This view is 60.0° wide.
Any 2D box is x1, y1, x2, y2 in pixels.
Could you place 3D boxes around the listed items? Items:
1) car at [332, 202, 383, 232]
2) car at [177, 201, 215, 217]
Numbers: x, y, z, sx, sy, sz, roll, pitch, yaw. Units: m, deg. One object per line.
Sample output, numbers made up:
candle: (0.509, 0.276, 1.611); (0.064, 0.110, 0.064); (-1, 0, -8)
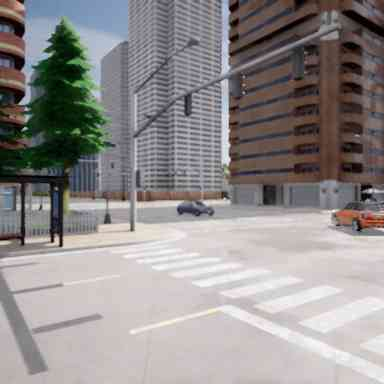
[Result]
car: (10.382, 1.390, 20.491); (2.097, 1.767, 4.553); (0, 0, 3)
car: (0.240, 1.582, 32.567); (1.812, 1.442, 4.674); (0, 0, -35)
